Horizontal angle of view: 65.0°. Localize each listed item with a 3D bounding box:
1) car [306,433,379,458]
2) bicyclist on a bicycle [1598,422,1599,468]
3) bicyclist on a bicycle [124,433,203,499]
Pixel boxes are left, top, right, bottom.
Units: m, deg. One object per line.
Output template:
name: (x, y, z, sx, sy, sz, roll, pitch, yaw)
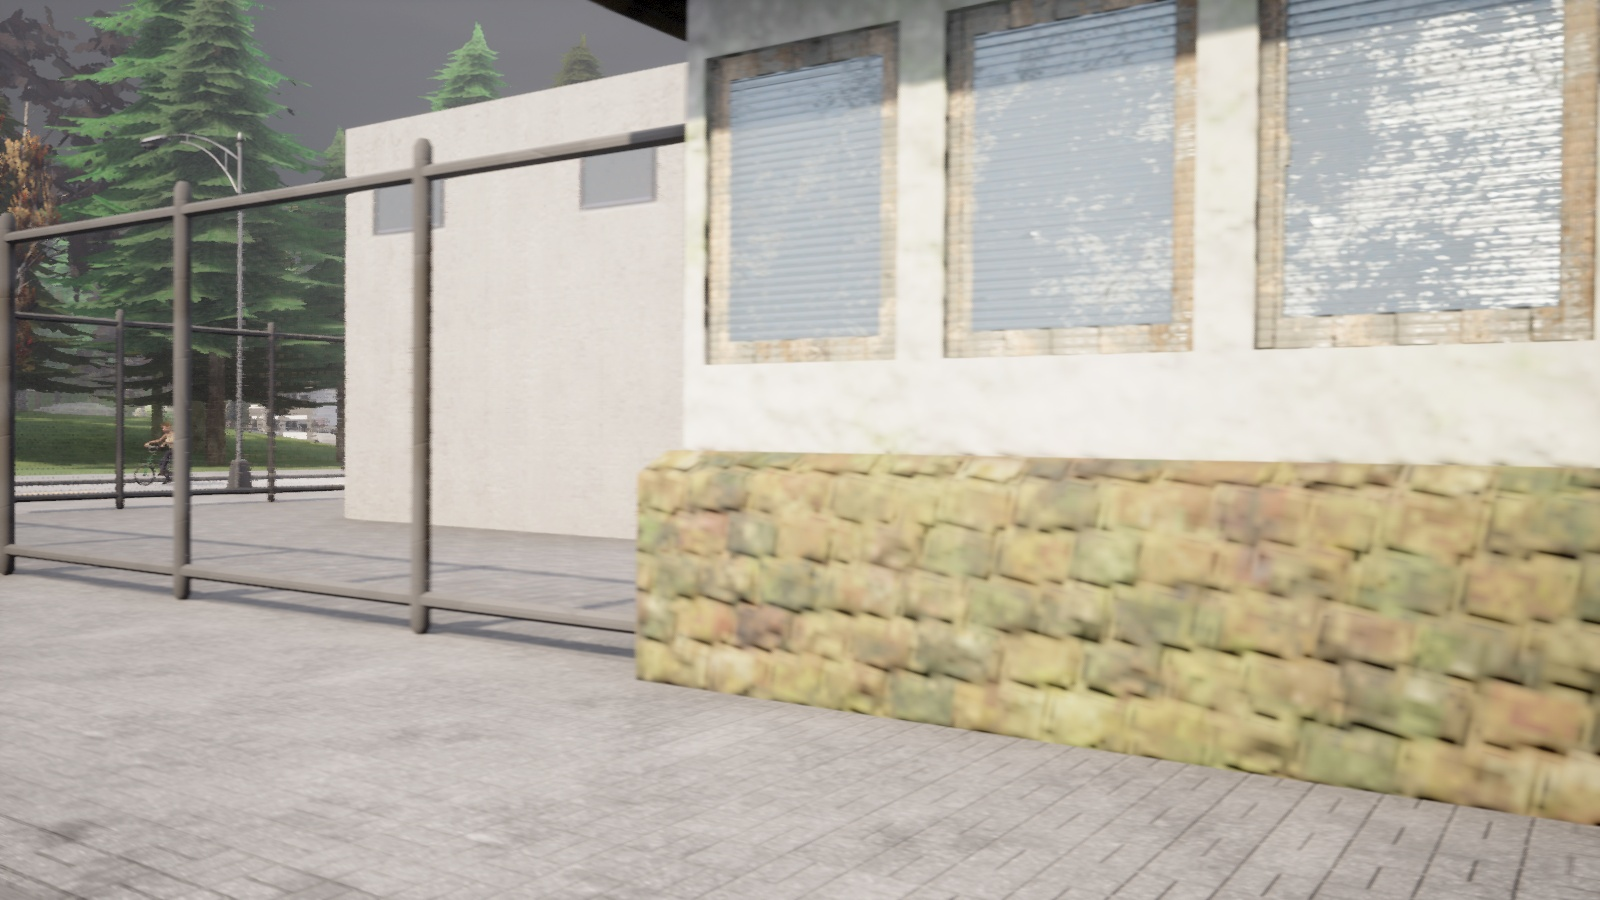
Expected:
car: (-30.629, -0.300, 83.998, 4.611, 1.667, 2.242, 0, 1, 33)
bicyclist on a bicycle: (29.171, -0.185, 44.349, 1.656, 1.620, 0.582, 0, 1, 34)
bicyclist on a bicycle: (-16.045, 0.378, 31.671, 0.866, 1.612, 1.509, 0, 1, 33)
